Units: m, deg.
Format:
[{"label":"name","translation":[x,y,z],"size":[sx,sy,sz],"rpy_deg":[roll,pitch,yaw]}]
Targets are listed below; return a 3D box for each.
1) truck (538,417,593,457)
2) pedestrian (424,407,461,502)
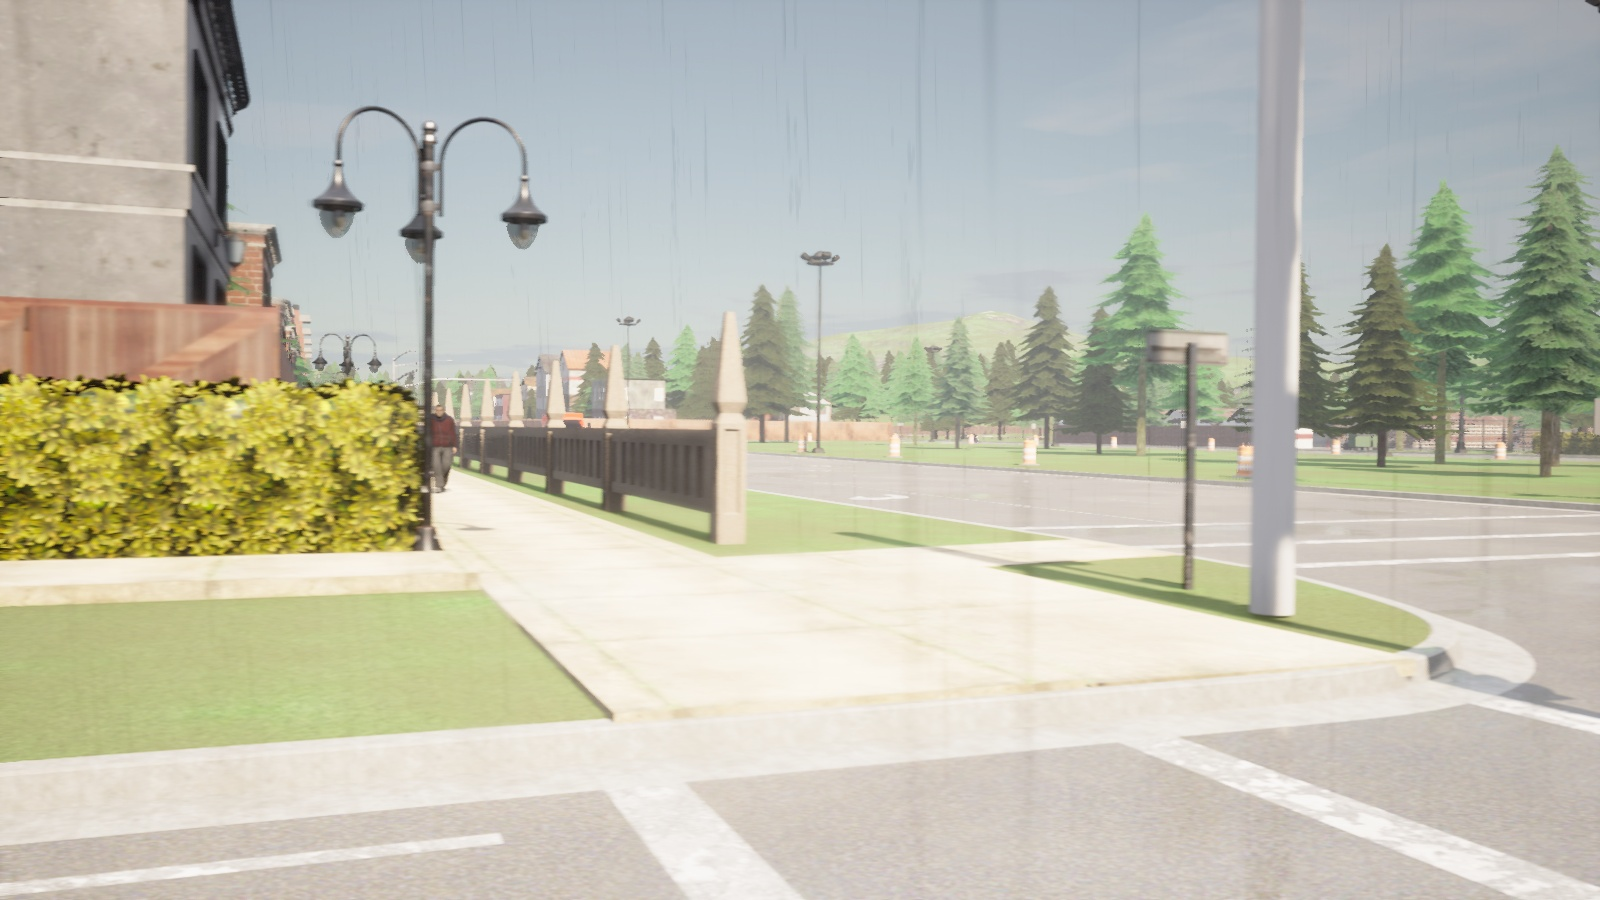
[{"label":"truck","translation":[-15.437,-0.864,82.469],"size":[2.627,2.467,5.204],"rpy_deg":[-1,1,-21]},{"label":"pedestrian","translation":[-7.080,0.079,24.850],"size":[0.634,1.844,0.899],"rpy_deg":[-1,1,-18]}]
